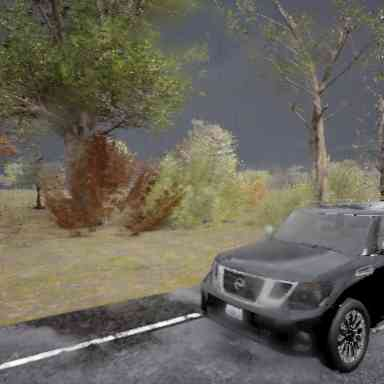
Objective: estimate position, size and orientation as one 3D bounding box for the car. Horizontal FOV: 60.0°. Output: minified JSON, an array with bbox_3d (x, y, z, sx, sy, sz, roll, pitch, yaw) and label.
[{"bbox_3d":[2.803,1.218,5.995,5.566,2.045,2.150,0,0,-36],"label":"car"}]
